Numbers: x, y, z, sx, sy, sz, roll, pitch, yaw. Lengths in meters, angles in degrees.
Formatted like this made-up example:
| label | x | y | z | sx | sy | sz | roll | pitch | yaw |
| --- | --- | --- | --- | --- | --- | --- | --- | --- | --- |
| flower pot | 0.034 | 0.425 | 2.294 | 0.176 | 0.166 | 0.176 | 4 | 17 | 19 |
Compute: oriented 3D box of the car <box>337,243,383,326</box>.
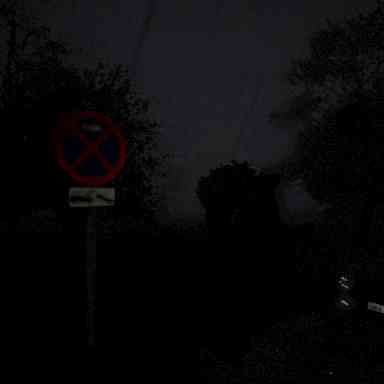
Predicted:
| label | x | y | z | sx | sy | sz | roll | pitch | yaw |
| --- | --- | --- | --- | --- | --- | --- | --- | --- | --- |
| car | 4.831 | 1.494 | 6.523 | 5.008 | 1.535 | 1.882 | 0 | 0 | -36 |
